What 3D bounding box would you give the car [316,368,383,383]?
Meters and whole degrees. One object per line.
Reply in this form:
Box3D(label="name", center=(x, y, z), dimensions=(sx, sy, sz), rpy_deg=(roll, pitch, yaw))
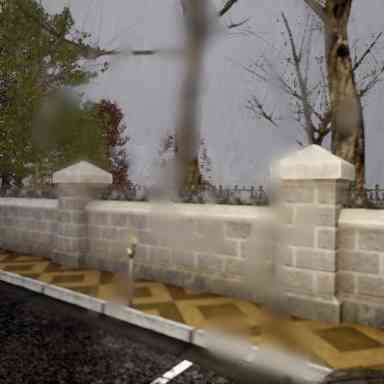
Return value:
Box3D(label="car", center=(2.385, 1.576, 1.195), dimensions=(4.313, 1.339, 1.947), rpy_deg=(0, 0, 36))
